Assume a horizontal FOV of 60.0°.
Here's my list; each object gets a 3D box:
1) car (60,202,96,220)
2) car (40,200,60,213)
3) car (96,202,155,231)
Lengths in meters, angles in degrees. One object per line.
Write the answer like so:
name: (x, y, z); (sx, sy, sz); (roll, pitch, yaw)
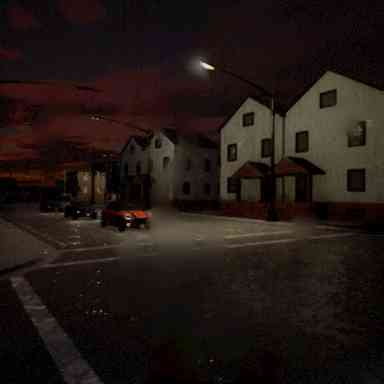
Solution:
car: (-9.948, 1.624, 29.514); (1.812, 1.442, 4.674); (1, 0, -35)
car: (-16.257, 1.624, 38.450); (1.812, 1.442, 4.674); (1, 0, -35)
car: (-4.168, 1.450, 21.337); (2.097, 1.767, 4.553); (1, 0, -35)
